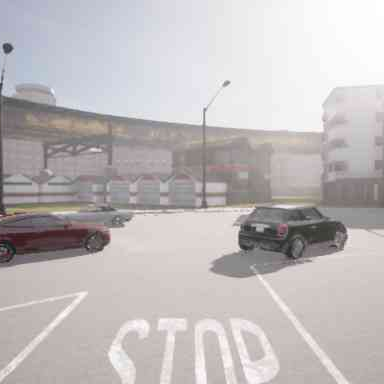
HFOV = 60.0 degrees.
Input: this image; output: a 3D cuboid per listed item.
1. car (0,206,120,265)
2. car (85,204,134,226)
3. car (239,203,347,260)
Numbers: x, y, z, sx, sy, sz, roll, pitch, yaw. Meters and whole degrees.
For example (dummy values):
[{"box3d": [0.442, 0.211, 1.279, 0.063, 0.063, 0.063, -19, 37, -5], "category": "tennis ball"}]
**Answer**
[{"box3d": [-5.093, 1.400, 11.222, 4.674, 1.442, 1.812, 0, 1, -38], "category": "car"}, {"box3d": [-5.955, 1.384, 19.496, 4.718, 1.301, 1.895, 0, 1, -31], "category": "car"}, {"box3d": [3.794, 1.216, 12.179, 4.553, 1.767, 2.097, -1, 1, -42], "category": "car"}]
